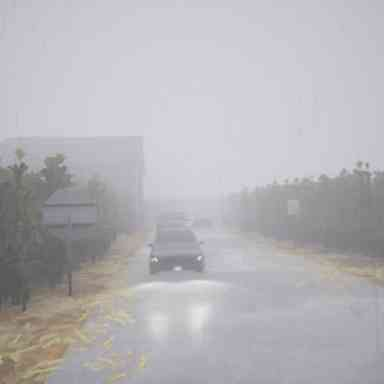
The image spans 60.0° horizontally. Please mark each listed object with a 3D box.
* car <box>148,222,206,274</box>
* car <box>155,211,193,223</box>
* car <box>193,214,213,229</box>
[{"bbox_3d":[-0.618,2.139,13.005,2.033,1.411,5.357,-2,-3,-4],"label":"car"},{"bbox_3d":[-1.361,2.395,23.710,2.150,2.045,5.566,-2,-3,-4],"label":"car"},{"bbox_3d":[1.083,3.154,35.908,1.882,1.535,5.008,-2,-2,-4],"label":"car"}]
